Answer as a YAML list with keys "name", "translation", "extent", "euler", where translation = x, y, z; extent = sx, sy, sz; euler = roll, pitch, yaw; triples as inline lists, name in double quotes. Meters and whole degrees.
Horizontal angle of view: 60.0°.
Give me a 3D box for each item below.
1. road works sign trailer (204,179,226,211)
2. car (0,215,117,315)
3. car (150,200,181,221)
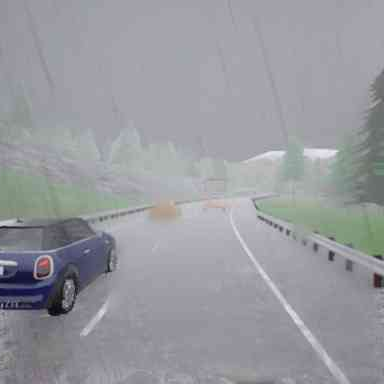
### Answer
- name: "road works sign trailer"
  translation: [2.588, 0.300, 37.194]
  extent: [2.380, 3.560, 2.880]
  euler: [0, 0, 9]
- name: "car"
  translation: [-3.207, 1.312, 7.637]
  extent: [2.097, 1.767, 4.553]
  euler: [0, 0, 2]
- name: "car"
  translation: [-2.008, 1.355, 26.376]
  extent: [1.882, 1.535, 5.008]
  euler: [0, 0, 5]
